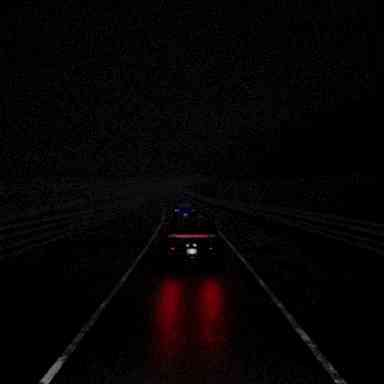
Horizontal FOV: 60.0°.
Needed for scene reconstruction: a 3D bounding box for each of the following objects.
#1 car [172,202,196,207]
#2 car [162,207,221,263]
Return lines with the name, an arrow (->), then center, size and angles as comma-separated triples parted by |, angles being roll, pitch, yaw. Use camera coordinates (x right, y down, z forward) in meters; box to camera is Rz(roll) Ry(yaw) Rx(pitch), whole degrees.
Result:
car -> -0.653, 1.551, 28.000 | 1.812, 1.442, 4.674 | 0, 0, -3
car -> -0.032, 1.503, 12.044 | 2.128, 1.511, 4.902 | 0, 0, -1
